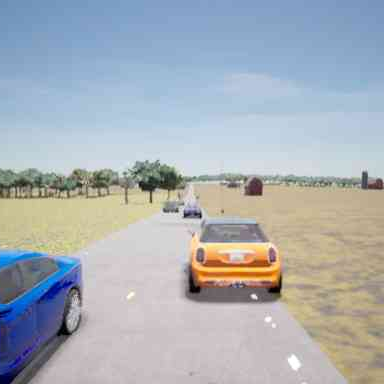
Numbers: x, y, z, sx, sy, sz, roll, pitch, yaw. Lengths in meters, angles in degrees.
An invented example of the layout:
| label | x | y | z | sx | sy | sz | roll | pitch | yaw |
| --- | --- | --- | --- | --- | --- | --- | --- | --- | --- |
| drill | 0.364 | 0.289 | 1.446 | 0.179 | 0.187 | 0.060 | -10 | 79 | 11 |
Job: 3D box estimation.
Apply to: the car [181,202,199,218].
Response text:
| label | x | y | z | sx | sy | sz | roll | pitch | yaw |
| --- | --- | --- | --- | --- | --- | --- | --- | --- | --- |
| car | 0.060 | 2.025 | 35.362 | 1.895 | 1.301 | 4.718 | 0 | -1 | 0 |

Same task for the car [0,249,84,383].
| label | x | y | z | sx | sy | sz | roll | pitch | yaw |
| --- | --- | --- | --- | --- | --- | --- | --- | --- | --- |
| car | -2.850 | 1.519 | 3.954 | 1.882 | 1.535 | 5.008 | 0 | -1 | 0 |

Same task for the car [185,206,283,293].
| label | x | y | z | sx | sy | sz | roll | pitch | yaw |
| --- | --- | --- | --- | --- | --- | --- | --- | --- | --- |
| car | 0.962 | 1.447 | 9.267 | 2.097 | 1.767 | 4.553 | 0 | -1 | 0 |

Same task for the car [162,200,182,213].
| label | x | y | z | sx | sy | sz | roll | pitch | yaw |
| --- | --- | --- | --- | --- | --- | --- | --- | --- | --- |
| car | -2.845 | 1.935 | 45.617 | 2.097 | 1.767 | 4.553 | 0 | -1 | 0 |
